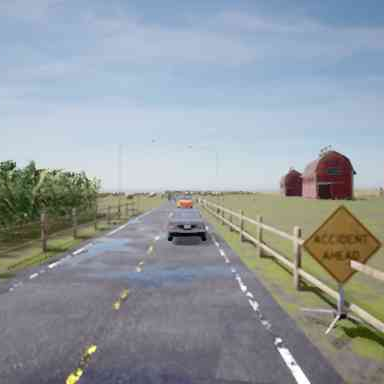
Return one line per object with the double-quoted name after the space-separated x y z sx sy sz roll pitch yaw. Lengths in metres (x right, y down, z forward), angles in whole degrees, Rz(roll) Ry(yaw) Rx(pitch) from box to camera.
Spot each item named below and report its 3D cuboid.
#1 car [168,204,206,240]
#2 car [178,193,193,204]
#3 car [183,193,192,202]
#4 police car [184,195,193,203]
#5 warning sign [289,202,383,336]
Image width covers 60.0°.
-0.273 1.579 17.067 2.033 1.411 5.357 0 0 -2 "car"
-0.927 1.433 46.203 2.097 1.767 4.553 0 0 -1 "car"
-1.093 1.358 85.232 2.150 2.045 5.566 0 0 -1 "car"
-0.866 1.546 75.315 1.930 1.638 5.238 0 0 -1 "police car"
2.356 1.113 5.260 1.300 1.860 1.060 0 0 -1 "warning sign"
